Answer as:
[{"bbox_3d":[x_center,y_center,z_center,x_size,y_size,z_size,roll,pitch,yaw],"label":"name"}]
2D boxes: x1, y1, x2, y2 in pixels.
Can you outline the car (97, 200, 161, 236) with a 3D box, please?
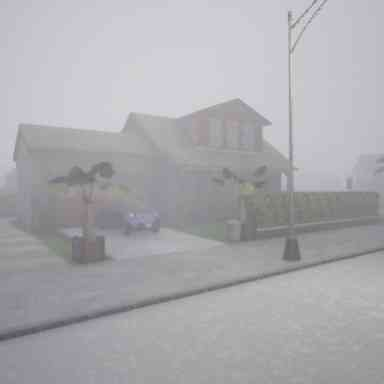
[{"bbox_3d":[-2.934,1.091,15.356,1.845,1.501,3.633,-1,1,-38],"label":"car"}]
